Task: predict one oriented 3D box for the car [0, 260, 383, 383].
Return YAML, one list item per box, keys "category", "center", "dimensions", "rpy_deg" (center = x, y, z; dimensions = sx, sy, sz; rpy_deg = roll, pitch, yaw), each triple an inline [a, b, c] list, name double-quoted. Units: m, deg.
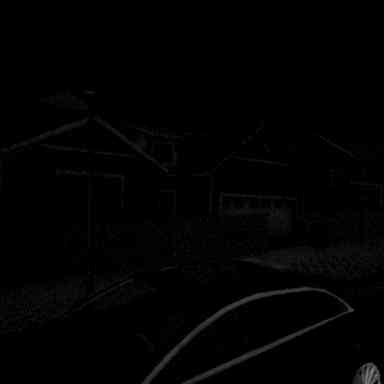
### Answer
- category: "car"
  center: [-0.028, 1.501, 3.049]
  dimensions: [4.902, 1.511, 2.128]
  rpy_deg: [0, 0, -35]
